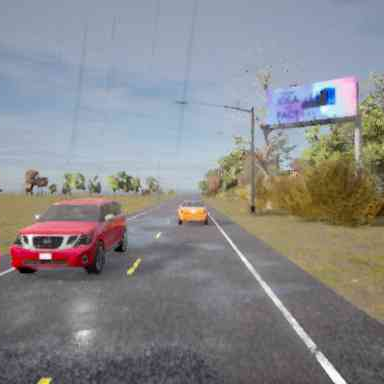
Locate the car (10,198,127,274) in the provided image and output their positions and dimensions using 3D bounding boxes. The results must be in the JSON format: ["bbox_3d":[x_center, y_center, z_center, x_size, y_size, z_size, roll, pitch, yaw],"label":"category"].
[{"bbox_3d":[-3.594,1.236,10.928,2.150,2.045,5.566,0,0,0],"label":"car"}]

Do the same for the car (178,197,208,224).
[{"bbox_3d":[0.092,1.385,25.018,2.097,1.767,4.553,0,0,0],"label":"car"}]

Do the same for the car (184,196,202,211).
[{"bbox_3d":[0.094,1.406,42.142,2.097,1.767,4.553,0,0,0],"label":"car"}]
